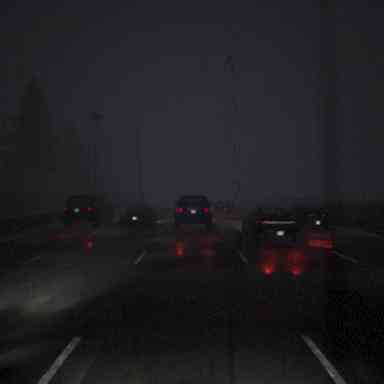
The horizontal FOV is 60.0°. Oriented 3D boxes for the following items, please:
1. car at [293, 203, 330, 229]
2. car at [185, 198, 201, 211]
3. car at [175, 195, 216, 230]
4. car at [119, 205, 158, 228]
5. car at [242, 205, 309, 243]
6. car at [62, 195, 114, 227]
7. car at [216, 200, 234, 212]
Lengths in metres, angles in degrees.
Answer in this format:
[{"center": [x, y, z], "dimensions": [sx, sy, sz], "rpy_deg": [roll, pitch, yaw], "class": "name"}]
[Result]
[{"center": [7.100, 1.471, 21.147], "dimensions": [1.837, 1.490, 4.892], "rpy_deg": [0, 0, 0], "class": "car"}, {"center": [0.085, 1.461, 40.124], "dimensions": [1.812, 1.442, 4.674], "rpy_deg": [0, 0, 0], "class": "car"}, {"center": [0.101, 1.187, 21.031], "dimensions": [2.150, 2.045, 5.566], "rpy_deg": [0, 0, 0], "class": "car"}, {"center": [-3.401, 1.529, 21.682], "dimensions": [1.994, 1.385, 4.181], "rpy_deg": [0, 0, 0], "class": "car"}, {"center": [3.599, 1.466, 15.963], "dimensions": [2.128, 1.511, 4.902], "rpy_deg": [0, 0, 0], "class": "car"}, {"center": [-6.902, 1.185, 22.598], "dimensions": [2.150, 2.045, 5.566], "rpy_deg": [0, 0, 0], "class": "car"}, {"center": [3.599, 1.540, 38.020], "dimensions": [1.895, 1.301, 4.718], "rpy_deg": [0, 0, 0], "class": "car"}]
